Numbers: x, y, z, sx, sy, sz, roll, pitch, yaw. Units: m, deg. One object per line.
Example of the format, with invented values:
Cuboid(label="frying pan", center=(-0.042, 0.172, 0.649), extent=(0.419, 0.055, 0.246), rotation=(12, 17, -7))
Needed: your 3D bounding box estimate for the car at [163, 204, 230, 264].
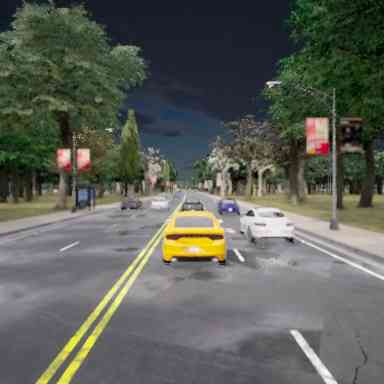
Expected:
Cuboid(label="car", center=(0.076, 1.406, 11.604), extent=(1.882, 1.535, 5.008), rotation=(0, 1, 0))

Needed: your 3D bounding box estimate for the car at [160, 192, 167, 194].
Cuboid(label="car", center=(-6.808, 0.768, 78.059), extent=(1.882, 1.535, 5.008), rotation=(0, 0, 0))

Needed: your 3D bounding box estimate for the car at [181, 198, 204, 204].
Cuboid(label="car", center=(0.047, 1.310, 29.796), extent=(2.128, 1.511, 4.902), rotation=(0, 0, 0))

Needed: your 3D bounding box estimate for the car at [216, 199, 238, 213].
Cuboid(label="car", center=(3.295, 1.338, 30.874), extent=(1.812, 1.442, 4.674), rotation=(0, 0, 0))

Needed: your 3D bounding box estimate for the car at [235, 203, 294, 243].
Cuboid(label="car", center=(3.330, 1.432, 15.374), extent=(1.812, 1.442, 4.674), rotation=(0, 0, 0))

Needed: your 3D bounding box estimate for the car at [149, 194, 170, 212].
Cuboid(label="car", center=(-3.413, 1.306, 36.182), extent=(1.812, 1.442, 4.674), rotation=(0, 0, 0))

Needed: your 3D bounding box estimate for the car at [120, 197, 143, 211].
Cuboid(label="car", center=(-6.668, 1.321, 37.321), extent=(2.033, 1.411, 5.357), rotation=(0, 0, 0))
